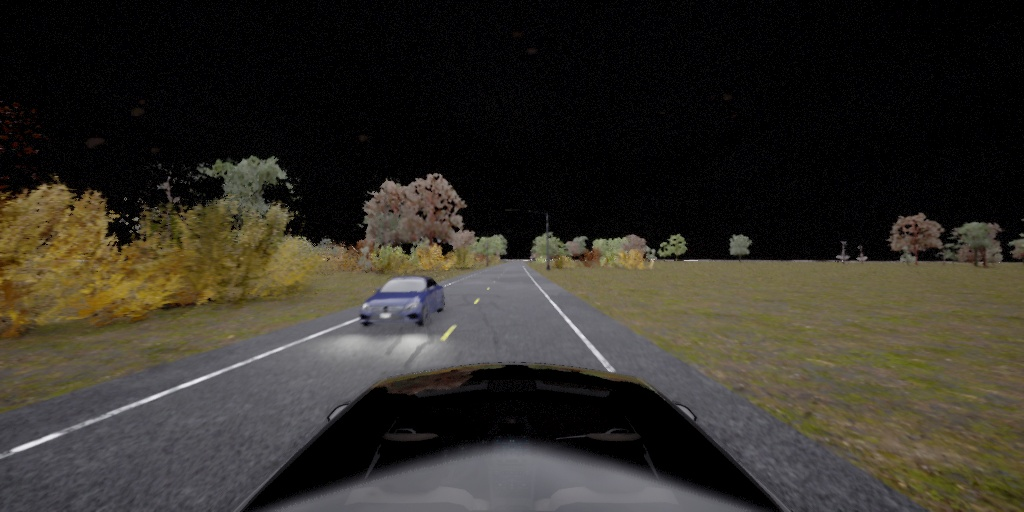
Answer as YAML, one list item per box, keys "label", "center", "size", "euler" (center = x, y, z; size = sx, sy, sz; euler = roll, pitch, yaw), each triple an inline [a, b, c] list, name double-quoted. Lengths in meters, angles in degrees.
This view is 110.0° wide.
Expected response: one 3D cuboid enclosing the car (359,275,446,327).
- label: "car"
  center: [-3.453, 1.396, 12.166]
  size: [1.812, 1.442, 4.674]
  euler: [0, 0, 0]
